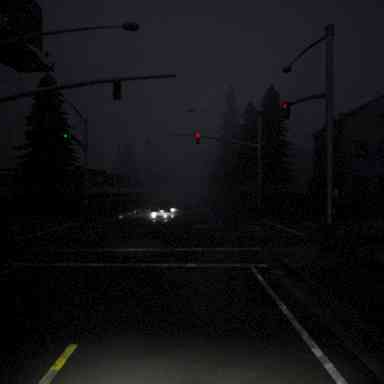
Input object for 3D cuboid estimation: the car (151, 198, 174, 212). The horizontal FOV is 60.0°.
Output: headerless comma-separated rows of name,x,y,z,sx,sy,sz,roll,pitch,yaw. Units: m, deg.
car,-3.468,1.536,37.691,1.994,1.385,4.181,0,0,0
